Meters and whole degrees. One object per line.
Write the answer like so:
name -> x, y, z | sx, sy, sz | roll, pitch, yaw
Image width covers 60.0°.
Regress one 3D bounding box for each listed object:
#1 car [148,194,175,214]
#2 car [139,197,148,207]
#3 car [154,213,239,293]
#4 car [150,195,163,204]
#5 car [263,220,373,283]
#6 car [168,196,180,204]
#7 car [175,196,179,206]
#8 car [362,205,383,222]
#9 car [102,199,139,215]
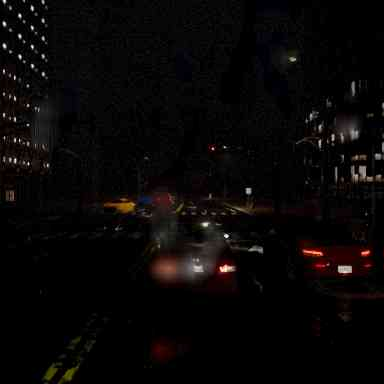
car -> -3.164, 1.197, 35.579 | 2.150, 2.045, 5.566 | 0, 0, -3
car -> -6.672, 1.429, 48.910 | 1.882, 1.535, 5.008 | 0, 0, 0
car -> 0.085, 1.544, 8.974 | 2.033, 1.411, 5.357 | 0, 0, 0
car -> -6.691, 1.399, 62.915 | 1.882, 1.535, 5.008 | 0, 0, 0
car -> 3.334, 1.522, 9.559 | 1.812, 1.442, 4.674 | 0, 0, 0
car -> -3.438, 1.464, 65.158 | 2.033, 1.411, 5.357 | 0, 0, 0
car -> -3.421, 1.442, 49.870 | 2.128, 1.511, 4.902 | 0, 0, 0
car -> 16.075, 1.617, 26.858 | 4.181, 1.385, 1.994 | 0, 0, 1
car -> -7.302, 1.435, 33.477 | 1.882, 1.535, 5.008 | 1, -1, 10
